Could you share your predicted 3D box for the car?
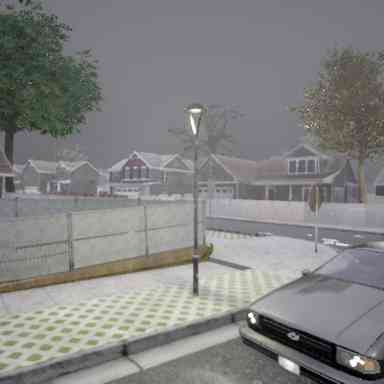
[{"bbox_3d":[3.250,1.547,5.262,5.357,1.411,2.033,0,0,-35],"label":"car"}]
